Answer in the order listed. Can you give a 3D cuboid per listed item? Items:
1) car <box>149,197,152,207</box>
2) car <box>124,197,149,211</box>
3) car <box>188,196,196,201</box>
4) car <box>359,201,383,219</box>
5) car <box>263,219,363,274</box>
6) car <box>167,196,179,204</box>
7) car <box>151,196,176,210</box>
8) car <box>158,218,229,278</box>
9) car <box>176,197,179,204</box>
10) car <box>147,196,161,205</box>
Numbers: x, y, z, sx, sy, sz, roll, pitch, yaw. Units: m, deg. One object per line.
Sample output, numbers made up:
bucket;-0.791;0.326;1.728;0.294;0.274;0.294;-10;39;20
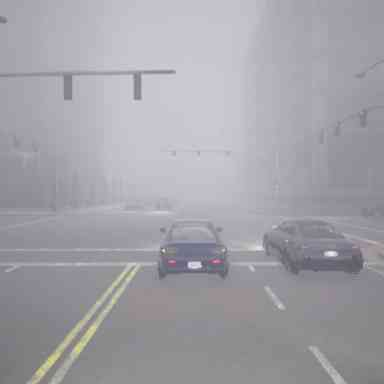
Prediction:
car;-7.082;1.493;51.536;1.837;1.490;4.892;0;0;0
car;-7.098;1.538;41.803;2.033;1.411;5.357;0;0;0
car;0.000;1.534;80.672;1.994;1.385;4.181;0;0;0
car;16.706;1.416;27.901;5.008;1.535;1.882;0;0;0
car;3.594;1.556;10.590;1.994;1.385;4.181;0;0;0
car;-3.500;1.549;62.611;1.994;1.385;4.181;0;0;0
car;-3.596;1.482;43.016;2.128;1.511;4.902;0;0;0
car;-0.018;1.519;10.001;1.812;1.442;4.674;0;0;-2
car;-3.575;1.465;52.608;1.882;1.535;5.008;0;0;0
car;-7.004;1.533;61.984;2.033;1.411;5.357;0;0;0
